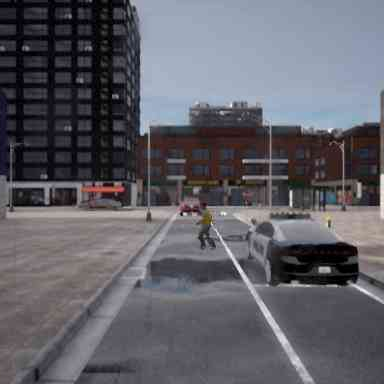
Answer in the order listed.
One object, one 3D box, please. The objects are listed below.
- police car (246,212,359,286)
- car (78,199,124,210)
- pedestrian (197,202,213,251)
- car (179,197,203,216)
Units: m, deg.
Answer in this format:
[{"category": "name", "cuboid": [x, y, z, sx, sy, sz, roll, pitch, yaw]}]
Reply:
[{"category": "police car", "cuboid": [2.750, 1.407, 9.481, 1.930, 1.638, 5.238, 0, 0, 0]}, {"category": "car", "cuboid": [-11.063, 1.506, 40.672, 5.357, 1.411, 2.033, 0, 0, 1]}, {"category": "pedestrian", "cuboid": [0.479, 1.270, 12.495, 0.375, 1.860, 0.375, 0, 0, 0]}, {"category": "car", "cuboid": [-0.172, 1.294, 32.350, 2.097, 1.767, 4.553, 0, 0, -4]}]
